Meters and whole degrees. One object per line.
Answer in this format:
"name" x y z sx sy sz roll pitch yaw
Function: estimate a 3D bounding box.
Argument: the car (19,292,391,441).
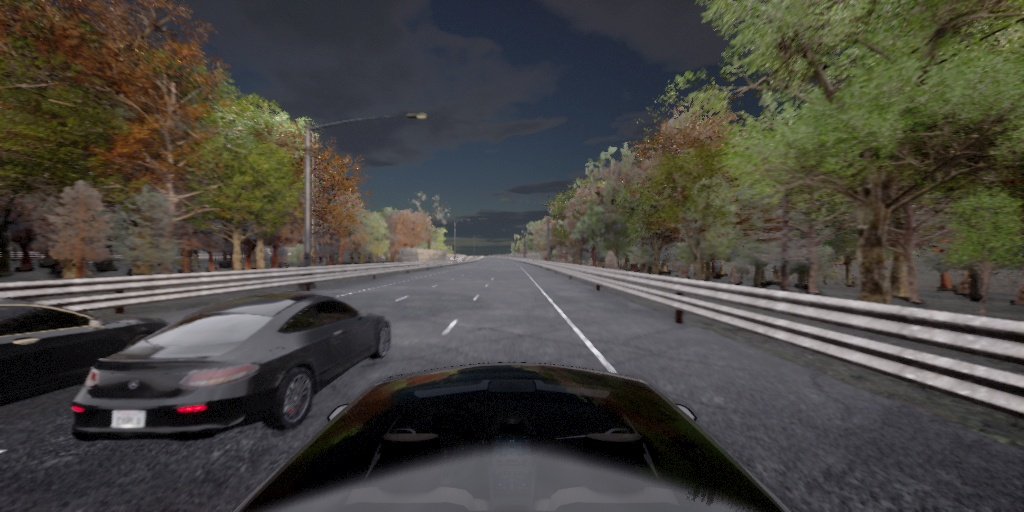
"car" -3.397 1.282 5.481 1.812 1.442 4.674 0 0 0

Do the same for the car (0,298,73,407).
"car" -6.899 1.260 4.412 1.837 1.490 4.892 0 0 0
